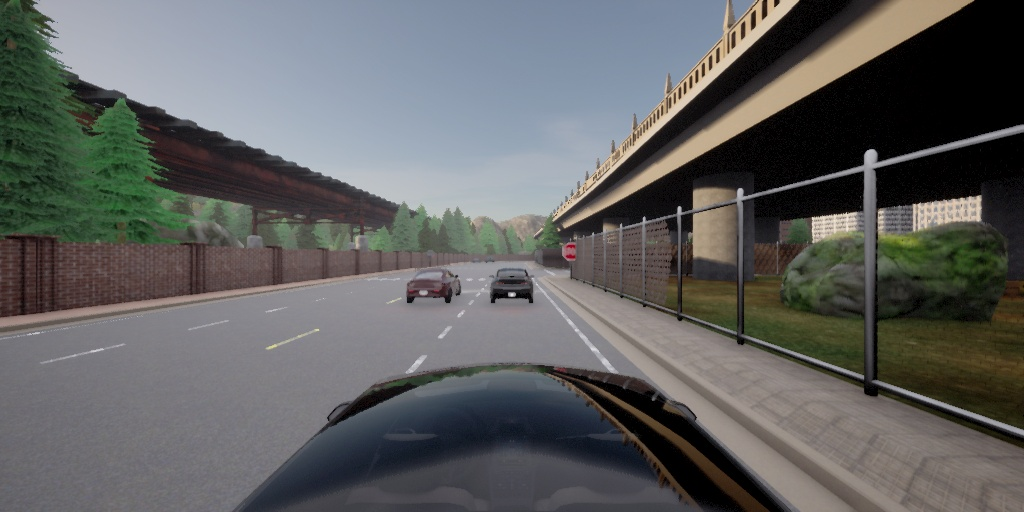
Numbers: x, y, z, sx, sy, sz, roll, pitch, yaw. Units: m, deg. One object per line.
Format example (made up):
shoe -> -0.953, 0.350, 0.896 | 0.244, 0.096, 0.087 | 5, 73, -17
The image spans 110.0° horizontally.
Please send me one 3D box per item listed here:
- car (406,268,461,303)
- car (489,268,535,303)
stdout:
car -> -3.500, 1.282, 16.472 | 1.812, 1.442, 4.674 | 0, 0, 0
car -> 0.000, 1.265, 16.472 | 1.837, 1.490, 4.892 | 0, 0, 0
